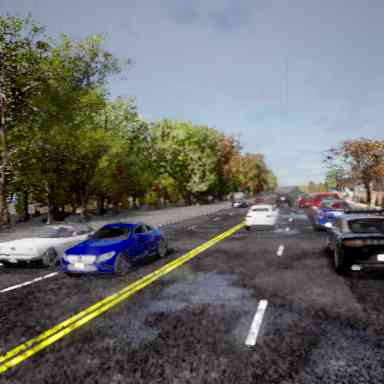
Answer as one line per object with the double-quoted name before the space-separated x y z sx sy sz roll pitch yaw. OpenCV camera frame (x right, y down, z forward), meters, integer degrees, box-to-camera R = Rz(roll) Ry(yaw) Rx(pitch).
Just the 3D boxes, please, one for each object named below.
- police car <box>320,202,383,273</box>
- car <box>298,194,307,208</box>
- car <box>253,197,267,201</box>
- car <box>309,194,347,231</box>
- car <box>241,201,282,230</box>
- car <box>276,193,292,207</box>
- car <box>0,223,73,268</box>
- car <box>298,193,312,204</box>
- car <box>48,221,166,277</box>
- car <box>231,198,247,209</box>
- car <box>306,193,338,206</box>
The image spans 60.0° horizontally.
"police car" 5.251 1.322 10.207 1.930 1.638 5.238 -3 -1 18
"car" 15.336 1.306 44.454 1.882 1.535 5.008 -3 0 19
"car" 10.386 1.565 50.563 1.882 1.535 5.008 -3 -1 18
"car" 8.284 1.223 19.589 2.097 1.767 4.553 -3 -1 18
"car" 4.593 1.567 21.545 1.812 1.442 4.674 -3 -1 18
"car" 13.748 1.163 49.872 2.150 2.045 5.566 -3 -1 18
"car" -5.197 1.951 13.026 1.895 1.301 4.718 -3 -1 18
"car" 20.032 1.122 59.055 2.097 1.767 4.553 -3 -1 18
"car" -2.361 1.742 11.250 1.812 1.442 4.674 -3 -1 18
"car" 7.303 1.715 51.591 2.128 1.511 4.902 -3 -1 18
"car" 10.145 1.078 25.355 2.150 2.045 5.566 -3 -1 18
